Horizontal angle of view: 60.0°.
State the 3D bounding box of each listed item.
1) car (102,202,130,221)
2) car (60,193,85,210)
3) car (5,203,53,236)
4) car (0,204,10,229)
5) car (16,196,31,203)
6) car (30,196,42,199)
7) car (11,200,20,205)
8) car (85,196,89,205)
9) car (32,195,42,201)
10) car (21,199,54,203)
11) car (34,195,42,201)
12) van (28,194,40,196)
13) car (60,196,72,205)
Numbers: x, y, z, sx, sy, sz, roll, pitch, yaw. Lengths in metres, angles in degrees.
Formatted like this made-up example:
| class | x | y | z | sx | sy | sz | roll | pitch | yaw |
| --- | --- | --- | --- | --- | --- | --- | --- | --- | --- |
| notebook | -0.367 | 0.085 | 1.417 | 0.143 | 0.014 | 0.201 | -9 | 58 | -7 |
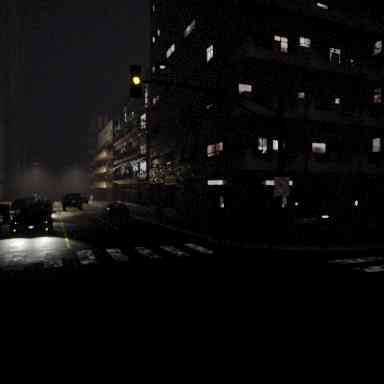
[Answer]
| class | x | y | z | sx | sy | sz | roll | pitch | yaw |
| --- | --- | --- | --- | --- | --- | --- | --- | --- | --- |
| car | -6.306 | 1.534 | 27.445 | 2.008 | 1.369 | 4.403 | -1 | 0 | -23 |
| car | -15.101 | 1.197 | 41.788 | 2.150 | 2.045 | 5.566 | 0 | 0 | -23 |
| car | -8.722 | 1.552 | 18.272 | 1.994 | 1.385 | 4.181 | 0 | 0 | -23 |
| car | -11.789 | 1.514 | 18.837 | 1.752 | 1.417 | 4.829 | -1 | 0 | -23 |
| car | -20.583 | 1.522 | 39.860 | 1.887 | 1.381 | 4.507 | -1 | 0 | -23 |
| car | -16.168 | 1.470 | 36.310 | 2.128 | 1.511 | 4.902 | 0 | 0 | -23 |
| car | -14.037 | 1.552 | 24.211 | 1.947 | 1.339 | 4.313 | -1 | 0 | -23 |
| car | -19.401 | 1.407 | 58.744 | 1.967 | 1.590 | 4.097 | -1 | 0 | -23 |
| car | -38.042 | 1.508 | 81.592 | 2.008 | 1.369 | 4.403 | -1 | 0 | -23 |
| car | -12.313 | 1.531 | 26.931 | 2.033 | 1.411 | 5.357 | 0 | 0 | -22 |
| car | -40.224 | 1.537 | 86.809 | 1.802 | 1.307 | 4.206 | -1 | 0 | -23 |
| van | -29.316 | 1.308 | 60.725 | 1.690 | 1.788 | 3.998 | -1 | 0 | -23 |
| car | -22.423 | 1.492 | 59.294 | 1.812 | 1.442 | 4.674 | 0 | 0 | -23 |
